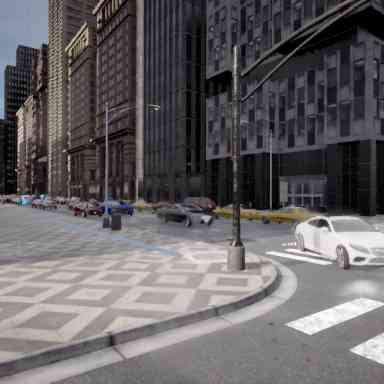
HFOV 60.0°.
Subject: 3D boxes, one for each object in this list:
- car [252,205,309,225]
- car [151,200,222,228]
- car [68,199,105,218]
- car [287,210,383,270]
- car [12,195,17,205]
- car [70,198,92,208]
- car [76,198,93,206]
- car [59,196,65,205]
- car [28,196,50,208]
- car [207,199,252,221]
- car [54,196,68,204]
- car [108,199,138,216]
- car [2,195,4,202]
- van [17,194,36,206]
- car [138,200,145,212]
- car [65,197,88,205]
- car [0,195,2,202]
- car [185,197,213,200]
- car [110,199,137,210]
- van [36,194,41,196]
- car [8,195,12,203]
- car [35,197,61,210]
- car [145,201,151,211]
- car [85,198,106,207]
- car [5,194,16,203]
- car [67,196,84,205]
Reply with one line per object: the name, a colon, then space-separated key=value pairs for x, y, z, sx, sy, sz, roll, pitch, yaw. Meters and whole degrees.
car: x=6.647 y=1.578 z=22.814 sx=1.752 sy=1.417 sz=4.829 roll=0 pitch=0 yaw=-35
car: x=-0.494 y=1.533 z=22.757 sx=2.128 sy=1.511 sz=4.902 roll=0 pitch=0 yaw=-35
car: x=-9.913 y=1.612 z=31.451 sx=1.887 sy=1.381 sz=4.507 roll=0 pitch=0 yaw=-35
car: x=5.087 y=1.531 z=11.275 sx=1.812 sy=1.442 sz=4.674 roll=0 pitch=0 yaw=-5
car: x=-32.473 y=1.705 z=63.318 sx=1.752 sy=1.417 sz=4.829 roll=0 pitch=0 yaw=-35
car: x=-17.517 y=1.654 z=52.343 sx=1.837 sy=1.490 sz=4.892 roll=0 pitch=0 yaw=-35
car: x=-19.149 y=1.760 z=59.251 sx=1.802 sy=1.307 sz=4.206 roll=0 pitch=0 yaw=-35
car: x=-23.536 y=1.780 z=60.842 sx=1.895 sy=1.301 sz=4.718 roll=0 pitch=0 yaw=-36
car: x=-22.860 y=1.713 z=49.740 sx=1.802 sy=1.307 sz=4.206 roll=0 pitch=0 yaw=-35
car: x=3.410 y=1.594 z=27.386 sx=1.752 sy=1.417 sz=4.829 roll=0 pitch=0 yaw=-35
car: x=-28.859 y=1.668 z=72.967 sx=1.967 sy=1.590 sz=4.097 roll=0 pitch=0 yaw=-35
car: x=-7.448 y=1.553 z=32.591 sx=1.882 sy=1.535 sz=5.008 roll=0 pitch=-1 yaw=-35
car: x=-42.282 y=1.814 z=77.174 sx=1.802 sy=1.307 sz=4.206 roll=0 pitch=0 yaw=-35
van: x=-29.335 y=1.505 z=58.885 sx=1.690 sy=1.788 sz=3.998 roll=0 pitch=0 yaw=-35
car: x=-6.301 y=1.639 z=41.102 sx=1.752 sy=1.417 sz=4.829 roll=0 pitch=0 yaw=-35
car: x=-14.228 y=1.672 z=42.222 sx=1.994 sy=1.385 sz=4.181 roll=0 pitch=0 yaw=-36
car: x=-45.519 y=1.690 z=81.746 sx=1.967 sy=1.590 sz=4.097 roll=0 pitch=0 yaw=-35
car: x=0.271 y=1.398 z=31.820 sx=2.192 sy=1.841 sz=5.009 roll=0 pitch=0 yaw=-35
car: x=-9.439 y=1.680 z=45.535 sx=2.008 sy=1.369 sz=4.403 roll=0 pitch=0 yaw=-35
van: x=-38.570 y=1.622 z=86.684 sx=1.690 sy=1.788 sz=3.998 roll=0 pitch=0 yaw=-35
car: x=-35.808 y=1.780 z=68.029 sx=1.802 sy=1.307 sz=4.206 roll=0 pitch=0 yaw=-35
car: x=-19.624 y=1.696 z=45.168 sx=1.802 sy=1.307 sz=4.206 roll=0 pitch=0 yaw=-35
car: x=-2.965 y=1.643 z=36.391 sx=1.887 sy=1.381 sz=4.507 roll=0 pitch=0 yaw=-35
car: x=-15.912 y=1.727 z=54.679 sx=1.947 sy=1.339 sz=4.313 roll=0 pitch=0 yaw=-35
car: x=-39.046 y=1.530 z=72.602 sx=2.192 sy=1.841 sz=5.009 roll=0 pitch=0 yaw=-35
car: x=-22.385 y=1.635 z=63.823 sx=1.967 sy=1.590 sz=4.097 roll=0 pitch=0 yaw=-35
